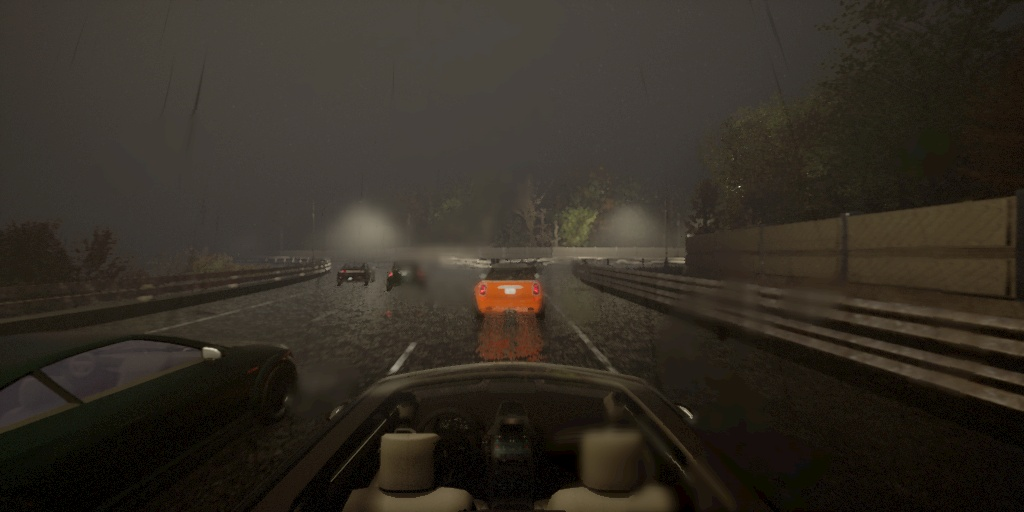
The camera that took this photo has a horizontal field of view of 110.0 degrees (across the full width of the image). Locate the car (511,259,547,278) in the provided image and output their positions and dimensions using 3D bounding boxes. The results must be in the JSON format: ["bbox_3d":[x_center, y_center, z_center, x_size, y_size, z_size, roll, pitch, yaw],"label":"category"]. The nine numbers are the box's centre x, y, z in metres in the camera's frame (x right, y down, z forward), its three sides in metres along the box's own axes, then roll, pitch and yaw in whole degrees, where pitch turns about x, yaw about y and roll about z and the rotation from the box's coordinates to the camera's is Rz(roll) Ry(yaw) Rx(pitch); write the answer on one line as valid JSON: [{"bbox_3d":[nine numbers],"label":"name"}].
[{"bbox_3d":[1.630,1.072,31.949,2.128,1.511,4.902,0,0,15],"label":"car"}]

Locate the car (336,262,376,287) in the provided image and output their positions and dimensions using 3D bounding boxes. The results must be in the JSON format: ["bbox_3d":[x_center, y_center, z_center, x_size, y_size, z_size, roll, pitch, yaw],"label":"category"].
[{"bbox_3d":[-10.304,1.143,23.899,2.128,1.511,4.902,0,0,-14],"label":"car"}]

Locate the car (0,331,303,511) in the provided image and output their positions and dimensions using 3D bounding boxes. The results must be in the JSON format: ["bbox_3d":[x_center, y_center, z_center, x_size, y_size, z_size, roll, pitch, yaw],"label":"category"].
[{"bbox_3d":[-3.693,1.315,3.001,1.994,1.385,4.181,0,0,-2],"label":"car"}]

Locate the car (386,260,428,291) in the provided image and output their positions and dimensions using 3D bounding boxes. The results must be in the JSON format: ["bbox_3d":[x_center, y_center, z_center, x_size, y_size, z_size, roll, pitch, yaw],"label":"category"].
[{"bbox_3d":[-6.094,1.009,21.204,2.097,1.767,4.553,0,0,-12],"label":"car"}]

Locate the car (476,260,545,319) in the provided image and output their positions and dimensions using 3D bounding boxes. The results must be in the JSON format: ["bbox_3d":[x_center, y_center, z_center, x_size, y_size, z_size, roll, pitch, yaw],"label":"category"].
[{"bbox_3d":[-0.049,1.042,12.637,2.097,1.767,4.553,0,0,0],"label":"car"}]

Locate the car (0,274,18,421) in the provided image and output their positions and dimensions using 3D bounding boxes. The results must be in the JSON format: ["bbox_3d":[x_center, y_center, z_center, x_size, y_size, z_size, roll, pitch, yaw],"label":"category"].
[{"bbox_3d":[-7.153,1.115,2.161,2.097,1.767,4.553,0,0,-1],"label":"car"}]
